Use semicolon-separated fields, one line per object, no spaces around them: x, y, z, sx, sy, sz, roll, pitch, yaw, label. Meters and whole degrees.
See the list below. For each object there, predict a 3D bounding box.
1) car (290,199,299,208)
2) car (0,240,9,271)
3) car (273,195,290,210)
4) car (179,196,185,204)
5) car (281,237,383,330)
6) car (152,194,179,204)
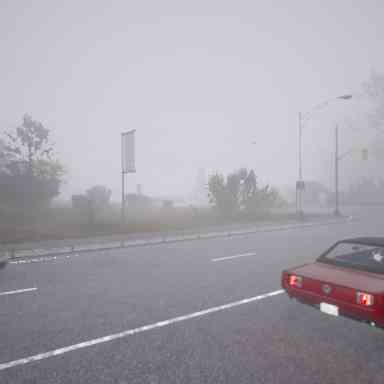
10.828;1.117;40.951;2.097;1.767;4.553;-1;0;-39;car
-7.196;1.549;7.451;5.357;1.411;2.033;0;0;-36;car
8.313;1.272;38.492;1.882;1.535;5.008;-1;0;-39;car
-3.194;1.127;58.381;2.097;1.767;4.553;-1;0;-39;car
4.009;1.577;6.627;4.718;1.301;1.895;0;0;-36;car
-4.812;1.282;54.796;1.882;1.535;5.008;-1;0;-39;car
